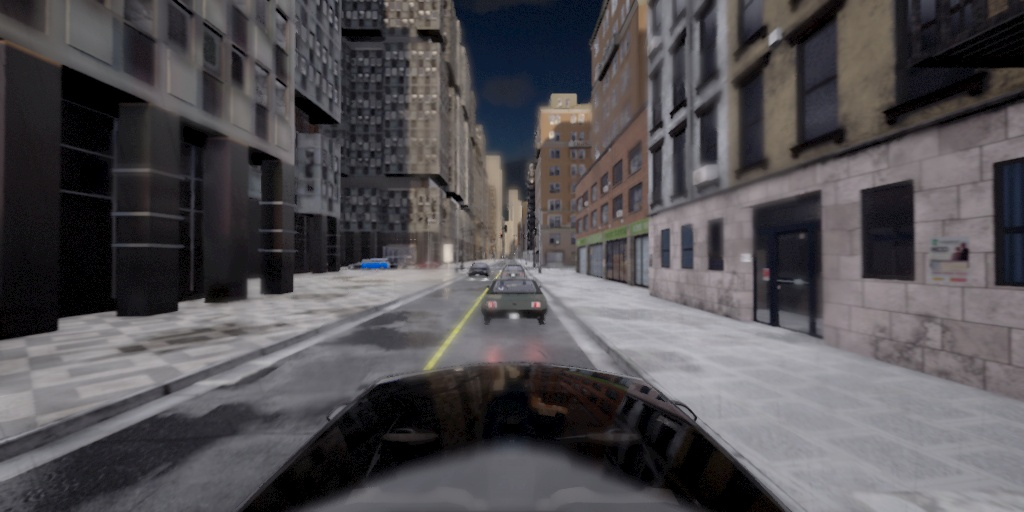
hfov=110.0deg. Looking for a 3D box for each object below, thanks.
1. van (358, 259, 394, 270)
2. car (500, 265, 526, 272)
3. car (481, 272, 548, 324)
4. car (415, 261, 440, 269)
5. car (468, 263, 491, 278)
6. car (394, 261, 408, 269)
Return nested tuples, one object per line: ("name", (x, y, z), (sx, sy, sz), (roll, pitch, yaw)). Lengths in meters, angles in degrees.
("van", (-20.102, 1.272, 53.031), (3.998, 1.789, 1.690), (0, 0, 0))
("car", (0.089, 1.349, 27.124), (2.033, 1.411, 5.357), (0, 0, 0))
("car", (0.081, 1.373, 12.055), (1.895, 1.301, 4.718), (0, 0, 0))
("car", (-14.452, 1.564, 61.549), (4.207, 1.307, 1.802), (0, 0, 0))
("car", (-3.080, 1.362, 35.069), (2.033, 1.411, 5.357), (0, 0, 0))
("car", (-20.101, 1.587, 61.555), (4.313, 1.339, 1.948), (0, 0, 0))
